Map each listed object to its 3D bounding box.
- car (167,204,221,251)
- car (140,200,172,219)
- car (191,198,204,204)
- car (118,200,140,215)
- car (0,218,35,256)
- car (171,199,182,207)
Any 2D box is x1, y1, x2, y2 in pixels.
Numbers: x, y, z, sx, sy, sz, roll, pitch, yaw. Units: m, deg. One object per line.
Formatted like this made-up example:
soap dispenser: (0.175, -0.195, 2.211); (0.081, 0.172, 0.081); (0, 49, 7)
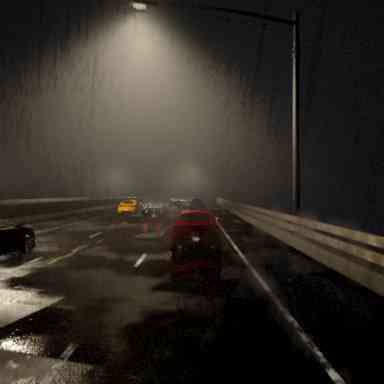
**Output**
car: (0.159, 1.517, 14.235); (1.882, 1.535, 5.008); (0, 0, 0)
car: (-3.142, 1.687, 30.078); (1.895, 1.301, 4.718); (0, 0, 1)
car: (0.811, 1.647, 49.462); (1.882, 1.535, 5.008); (0, 0, 2)
car: (-6.529, 1.583, 35.782); (1.882, 1.535, 5.008); (0, 0, 1)
car: (-6.865, 1.516, 10.701); (2.128, 1.511, 4.902); (0, 0, 0)
car: (-2.623, 1.781, 51.937); (1.895, 1.301, 4.718); (0, 0, 2)
